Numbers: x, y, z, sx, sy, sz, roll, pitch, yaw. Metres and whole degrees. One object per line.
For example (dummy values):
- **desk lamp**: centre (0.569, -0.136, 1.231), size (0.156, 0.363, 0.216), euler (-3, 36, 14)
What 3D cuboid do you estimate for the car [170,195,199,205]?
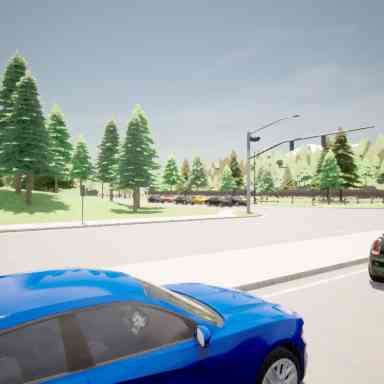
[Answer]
- **car**: centre (-1.361, 1.505, 57.624), size (1.837, 1.490, 4.892), euler (0, 0, -35)

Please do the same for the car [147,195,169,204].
- **car**: centre (-7.185, 1.505, 66.047), size (1.837, 1.490, 4.892), euler (0, 0, -35)

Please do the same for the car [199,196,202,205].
- **car**: centre (1.162, 1.478, 60.137), size (1.882, 1.535, 5.008), euler (0, 0, -35)

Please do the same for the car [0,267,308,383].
- **car**: centre (-0.996, 1.478, 3.037), size (5.008, 1.535, 1.882), euler (0, 0, -35)

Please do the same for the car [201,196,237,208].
- **car**: centre (4.014, 1.478, 49.916), size (1.882, 1.535, 5.008), euler (0, 0, -35)

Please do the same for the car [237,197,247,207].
- **car**: centre (6.634, 1.478, 52.280), size (1.882, 1.535, 5.008), euler (0, 0, -35)

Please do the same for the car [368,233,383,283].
- **car**: centre (6.500, 1.352, 8.408), size (4.553, 1.767, 2.097), euler (0, 0, -35)
